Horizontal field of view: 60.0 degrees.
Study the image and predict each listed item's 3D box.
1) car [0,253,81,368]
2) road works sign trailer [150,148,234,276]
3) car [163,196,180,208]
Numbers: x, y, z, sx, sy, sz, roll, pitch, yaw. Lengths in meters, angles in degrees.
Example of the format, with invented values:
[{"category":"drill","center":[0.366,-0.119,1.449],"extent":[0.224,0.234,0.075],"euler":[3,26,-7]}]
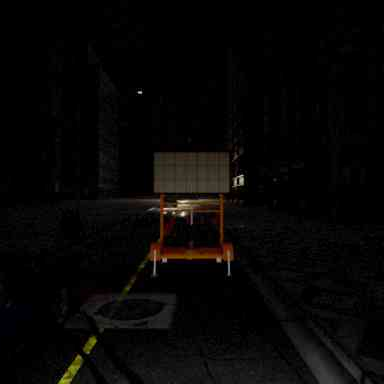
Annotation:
[{"category":"car","center":[-3.105,1.601,4.317],"extent":[1.895,1.301,4.718],"euler":[0,0,0]},{"category":"road works sign trailer","center":[-0.009,0.464,10.307],"extent":[2.380,3.560,2.880],"euler":[0,0,0]},{"category":"car","center":[-3.145,1.556,46.903],"extent":[1.994,1.385,4.181],"euler":[0,0,0]}]
